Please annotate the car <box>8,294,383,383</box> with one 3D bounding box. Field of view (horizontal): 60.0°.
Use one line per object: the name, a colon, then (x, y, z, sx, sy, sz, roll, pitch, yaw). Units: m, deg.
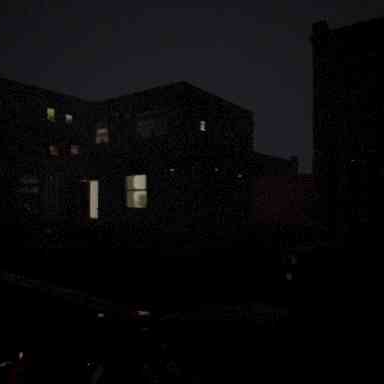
car: (0.172, 1.581, 2.755, 4.206, 1.307, 1.802, 0, 0, 35)
